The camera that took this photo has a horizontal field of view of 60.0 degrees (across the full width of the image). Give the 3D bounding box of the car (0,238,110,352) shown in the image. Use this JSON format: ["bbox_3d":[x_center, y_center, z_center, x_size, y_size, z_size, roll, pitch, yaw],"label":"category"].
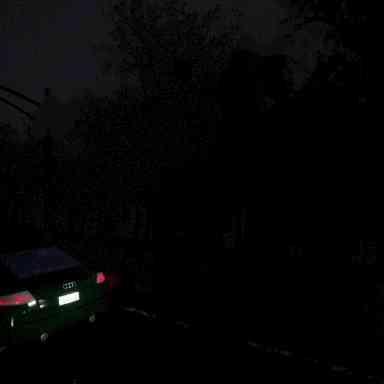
[{"bbox_3d":[-3.479,1.564,6.146,4.181,1.385,1.994,0,0,35],"label":"car"}]
